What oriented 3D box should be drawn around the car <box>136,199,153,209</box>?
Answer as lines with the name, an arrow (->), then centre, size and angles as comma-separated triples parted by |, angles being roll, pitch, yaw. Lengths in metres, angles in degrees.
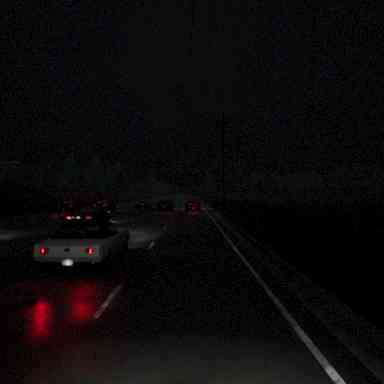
car -> -6.876, 1.731, 48.343 | 1.994, 1.385, 4.181 | 0, 0, 0

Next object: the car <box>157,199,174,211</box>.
car -> -3.374, 1.639, 42.662 | 2.128, 1.511, 4.902 | 0, 0, 0

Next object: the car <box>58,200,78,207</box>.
car -> -13.878, 1.659, 38.307 | 1.812, 1.442, 4.674 | 0, 0, 0

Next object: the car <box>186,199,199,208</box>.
car -> 0.115, 1.745, 52.087 | 1.994, 1.385, 4.181 | 0, 0, 0

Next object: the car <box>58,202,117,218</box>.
car -> -6.887, 1.626, 22.696 | 2.033, 1.411, 5.357 | 0, 0, 0

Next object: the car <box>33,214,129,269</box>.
car -> -3.400, 1.640, 11.295 | 1.895, 1.301, 4.718 | 0, 0, 0

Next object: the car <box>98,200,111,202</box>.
car -> -10.376, 1.663, 39.569 | 1.812, 1.442, 4.674 | 0, 0, 0

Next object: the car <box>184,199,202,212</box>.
car -> 0.125, 1.650, 42.002 | 1.837, 1.490, 4.892 | 0, 0, 0
